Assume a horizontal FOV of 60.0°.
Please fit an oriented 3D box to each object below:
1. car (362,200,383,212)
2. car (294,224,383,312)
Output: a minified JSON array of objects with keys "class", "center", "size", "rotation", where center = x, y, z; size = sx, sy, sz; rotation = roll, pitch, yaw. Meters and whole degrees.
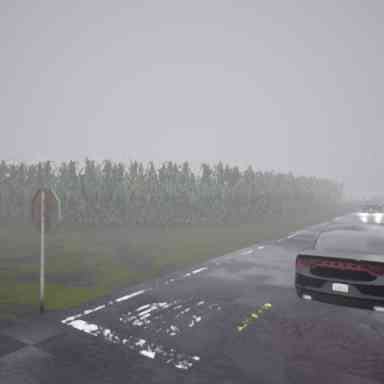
[{"class":"car","center":[21.001,1.607,38.589],"size":[1.895,1.301,4.718],"rotation":[0,0,33]},{"class":"car","center":[3.892,1.477,7.736],"size":[1.882,1.535,5.008],"rotation":[0,0,33]}]
